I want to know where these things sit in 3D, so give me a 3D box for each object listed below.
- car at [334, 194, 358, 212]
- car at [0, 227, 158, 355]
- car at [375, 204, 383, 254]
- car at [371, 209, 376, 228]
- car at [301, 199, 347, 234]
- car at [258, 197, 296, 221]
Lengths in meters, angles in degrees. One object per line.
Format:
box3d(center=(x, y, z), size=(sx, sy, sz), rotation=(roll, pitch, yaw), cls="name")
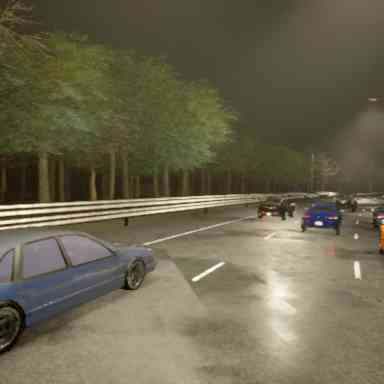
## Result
box3d(center=(15.613, 1.017, 33.880), size=(2.097, 1.767, 4.553), rotation=(2, 1, 29), cls="car")
box3d(center=(-2.654, 1.342, 5.768), size=(2.033, 1.411, 5.357), rotation=(2, 1, 25), cls="car")
box3d(center=(6.902, 1.310, 9.883), size=(2.097, 1.767, 4.553), rotation=(2, 1, 26), cls="car")
box3d(center=(12.010, 1.420, 20.138), size=(2.033, 1.411, 5.357), rotation=(2, 1, 27), cls="car")
box3d(center=(7.073, 1.318, 17.886), size=(1.812, 1.442, 4.674), rotation=(2, 1, 27), cls="car")
box3d(center=(6.094, 1.146, 23.646), size=(1.837, 1.490, 4.892), rotation=(2, 1, 27), cls="car")
